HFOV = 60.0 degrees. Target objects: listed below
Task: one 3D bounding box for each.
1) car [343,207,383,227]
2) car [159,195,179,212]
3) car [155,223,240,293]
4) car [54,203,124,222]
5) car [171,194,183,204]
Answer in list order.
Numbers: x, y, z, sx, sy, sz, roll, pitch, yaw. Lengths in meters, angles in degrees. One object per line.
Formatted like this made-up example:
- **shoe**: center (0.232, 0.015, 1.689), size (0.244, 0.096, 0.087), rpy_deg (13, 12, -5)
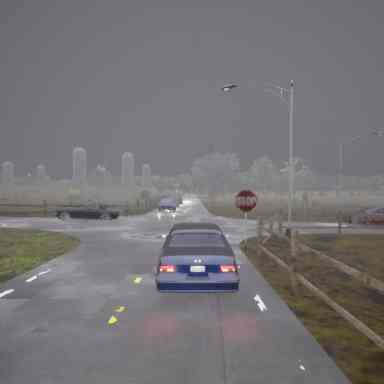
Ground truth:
- **car**: center (13.499, 1.822, 24.598), size (4.181, 1.385, 1.994), rpy_deg (1, 1, 0)
- **car**: center (-2.808, 1.446, 38.844), size (1.882, 1.535, 5.008), rpy_deg (0, 0, -1)
- **car**: center (0.103, 1.543, 8.988), size (2.033, 1.411, 5.357), rpy_deg (0, 0, 0)
- **car**: center (-7.501, 1.475, 24.491), size (4.718, 1.301, 1.895), rpy_deg (2, 0, -1)
- **car**: center (-2.846, 1.442, 49.278), size (2.128, 1.511, 4.902), rpy_deg (0, 0, 0)
